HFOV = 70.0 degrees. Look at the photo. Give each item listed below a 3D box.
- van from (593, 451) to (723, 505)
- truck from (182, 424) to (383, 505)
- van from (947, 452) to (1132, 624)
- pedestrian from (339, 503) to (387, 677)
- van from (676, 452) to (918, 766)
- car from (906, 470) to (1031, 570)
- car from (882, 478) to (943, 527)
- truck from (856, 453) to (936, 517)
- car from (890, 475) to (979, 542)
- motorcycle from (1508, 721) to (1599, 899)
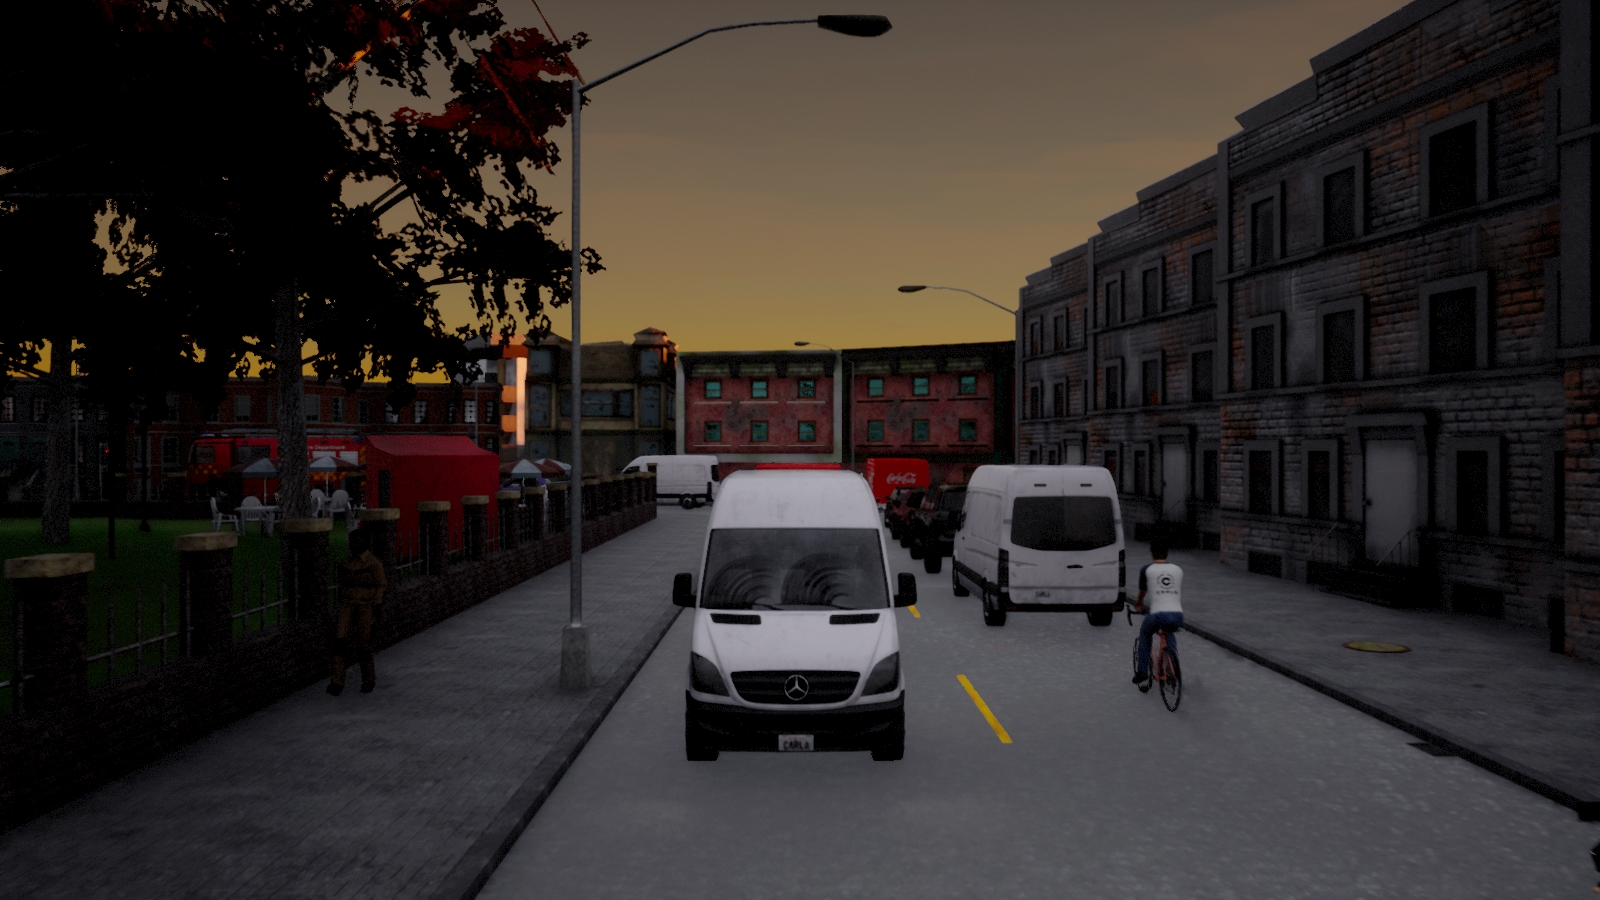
[{"bbox_3d":[-6.840,1.315,55.374,5.915,2.561,1.988,0,0,10],"label":"van"},{"bbox_3d":[-24.990,0.670,55.485,8.468,3.827,2.891,0,0,-1],"label":"truck"},{"bbox_3d":[3.959,1.314,20.023,1.988,2.561,5.915,0,0,0],"label":"van"},{"bbox_3d":[-4.793,1.525,12.538,0.375,1.860,0.375,0,0,2],"label":"pedestrian"},{"bbox_3d":[-0.046,1.314,12.363,1.988,2.561,5.915,0,0,0],"label":"van"},{"bbox_3d":[3.898,1.559,27.447,2.150,2.045,5.566,0,0,0],"label":"car"},{"bbox_3d":[3.890,1.805,40.040,1.789,1.549,3.705,0,0,0],"label":"car"},{"bbox_3d":[3.817,1.348,46.408,2.627,2.467,5.204,0,0,-2],"label":"truck"},{"bbox_3d":[3.944,1.685,34.242,2.097,1.767,4.553,0,0,0],"label":"car"},{"bbox_3d":[3.990,1.985,4.629,0.867,1.251,2.209,0,0,0],"label":"motorcycle"}]
